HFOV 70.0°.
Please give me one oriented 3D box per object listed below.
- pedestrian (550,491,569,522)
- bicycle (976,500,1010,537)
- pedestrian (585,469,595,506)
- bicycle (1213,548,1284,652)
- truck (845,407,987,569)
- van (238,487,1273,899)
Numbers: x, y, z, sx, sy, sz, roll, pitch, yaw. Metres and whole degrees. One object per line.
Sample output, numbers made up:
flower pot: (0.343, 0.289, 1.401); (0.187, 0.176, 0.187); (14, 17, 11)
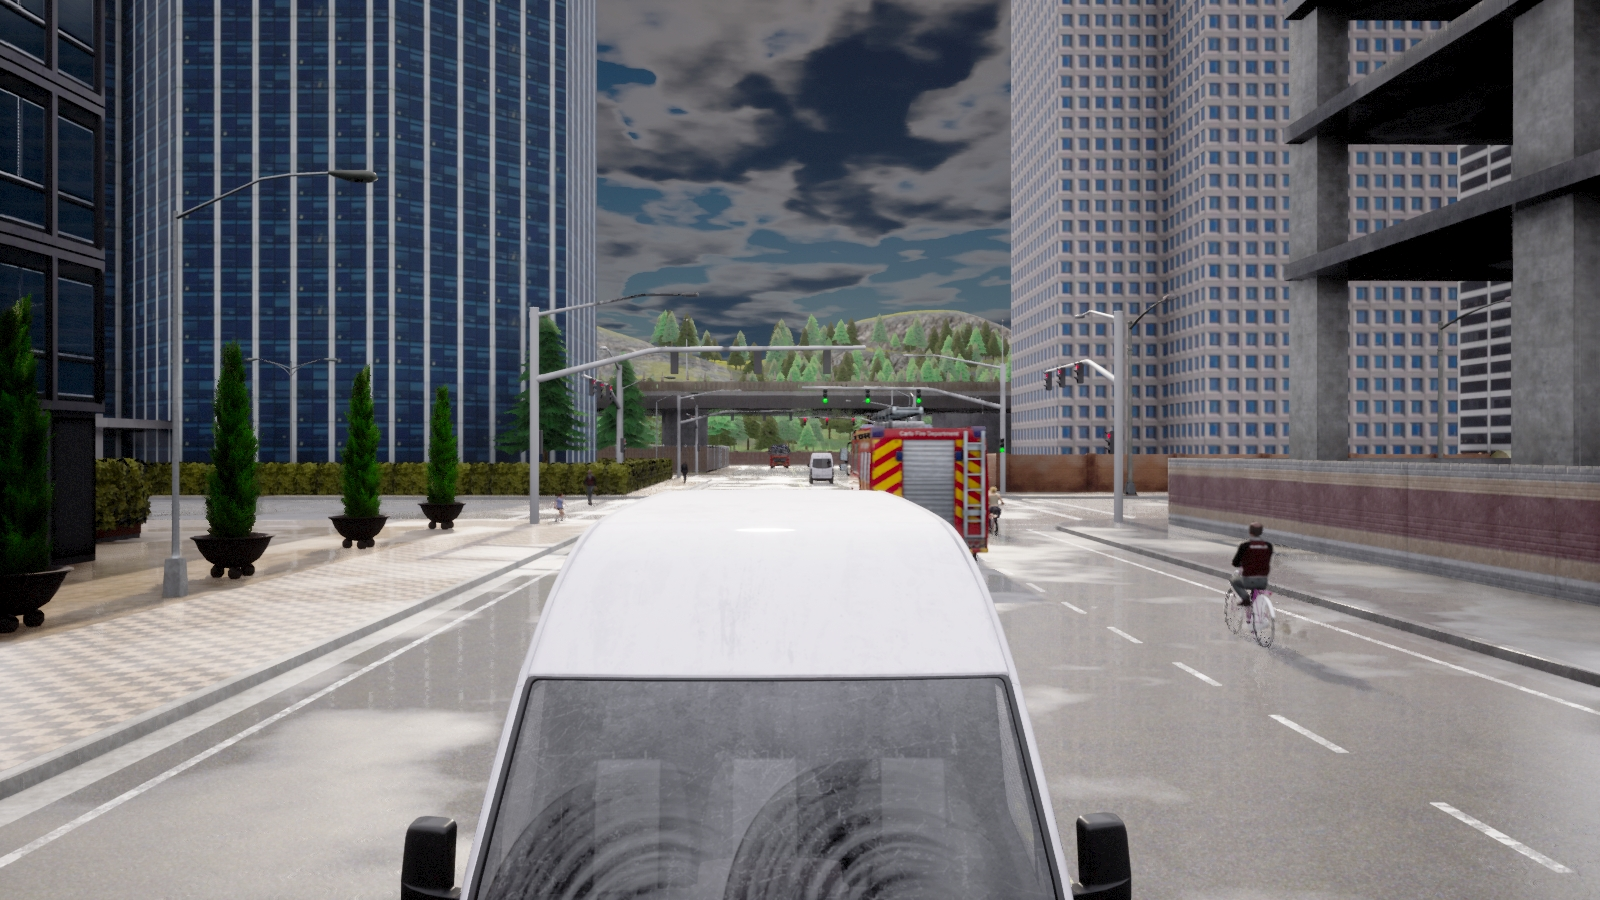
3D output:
pedestrian: (-8.791, 2.076, 41.730); (0.500, 1.100, 0.500); (0, 0, 16)
bicycle: (6.330, 2.233, 37.528); (0.859, 1.126, 1.487); (0, 0, -1)
pedestrian: (-10.358, 1.849, 56.425); (0.375, 1.860, 0.375); (0, 0, 5)
bicycle: (6.541, 2.160, 16.734); (0.329, 1.271, 1.835); (0, 0, 0)
truck: (2.917, 0.891, 31.324); (2.891, 3.827, 8.468); (0, 0, -1)
van: (-0.128, 1.535, 5.152); (1.988, 2.561, 5.915); (0, 0, -1)
